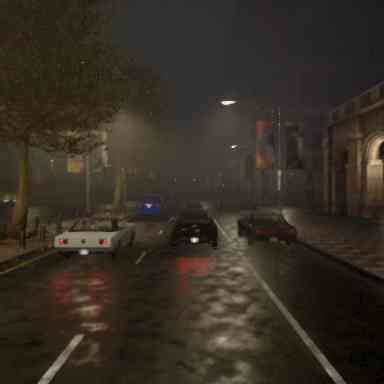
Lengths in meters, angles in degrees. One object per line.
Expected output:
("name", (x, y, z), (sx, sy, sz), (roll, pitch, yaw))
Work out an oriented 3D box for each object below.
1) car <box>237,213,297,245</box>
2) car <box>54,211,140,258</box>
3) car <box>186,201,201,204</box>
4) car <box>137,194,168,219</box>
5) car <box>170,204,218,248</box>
("car", (3.248, 1.598, 15.415), (1.895, 1.301, 4.718), (0, 0, 0))
("car", (-3.400, 1.603, 12.700), (1.895, 1.301, 4.718), (0, 0, 0))
("car", (0.152, 1.531, 29.868), (1.812, 1.442, 4.674), (0, 0, 2))
("car", (-3.402, 1.227, 28.902), (2.150, 2.045, 5.566), (0, 0, 0))
("car", (0.098, 1.507, 14.640), (1.837, 1.490, 4.892), (0, 0, 0))
